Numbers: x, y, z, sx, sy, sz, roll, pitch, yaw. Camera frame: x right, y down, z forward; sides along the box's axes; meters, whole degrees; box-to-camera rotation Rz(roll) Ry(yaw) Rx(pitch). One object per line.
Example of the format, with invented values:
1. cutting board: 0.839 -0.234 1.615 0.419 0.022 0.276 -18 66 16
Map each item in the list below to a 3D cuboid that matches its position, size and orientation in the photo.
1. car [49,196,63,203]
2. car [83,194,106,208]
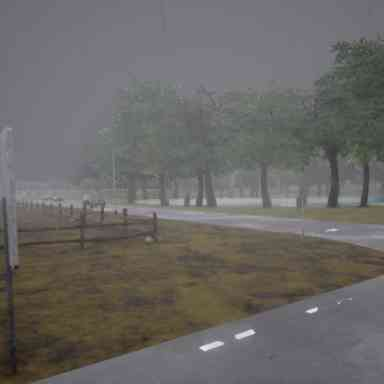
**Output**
1. car: -33.189 1.782 82.170 1.837 1.490 4.892 -3 1 -35
2. car: -15.476 1.432 52.283 2.150 2.045 5.566 -3 1 -35
